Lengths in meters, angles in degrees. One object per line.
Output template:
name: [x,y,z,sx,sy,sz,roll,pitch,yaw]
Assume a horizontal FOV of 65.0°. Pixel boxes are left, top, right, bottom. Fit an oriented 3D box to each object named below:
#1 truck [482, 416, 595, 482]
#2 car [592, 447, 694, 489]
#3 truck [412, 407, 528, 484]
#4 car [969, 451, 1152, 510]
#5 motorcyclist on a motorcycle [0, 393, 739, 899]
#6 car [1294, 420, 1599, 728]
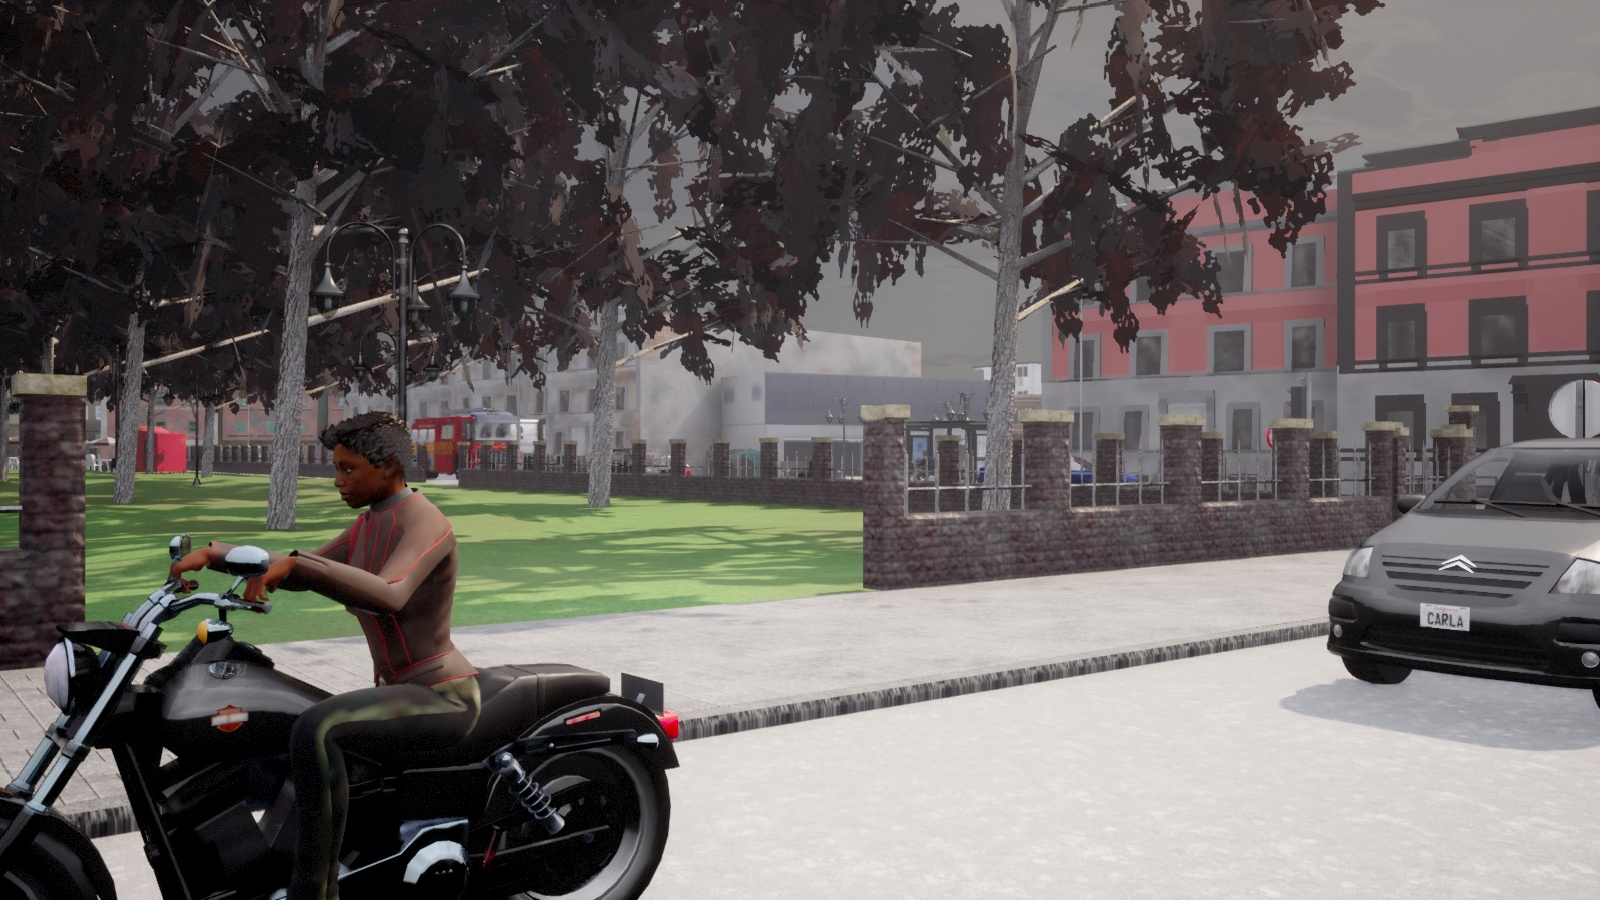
truck: [-14.579,-0.036,69.534,2.891,3.462,7.936,0,0,-38]
car: [-6.666,0.733,52.925,2.242,1.667,4.611,0,0,-38]
truck: [-17.747,-0.218,67.090,2.891,3.827,8.468,0,0,-38]
car: [7.198,0.793,35.220,1.882,1.535,5.008,0,0,-37]
motorcyclist on a motorcycle: [-1.337,0.706,3.323,2.350,1.649,0.766,0,0,-40]
car: [5.249,0.652,8.460,3.988,1.617,1.851,0,0,-39]
